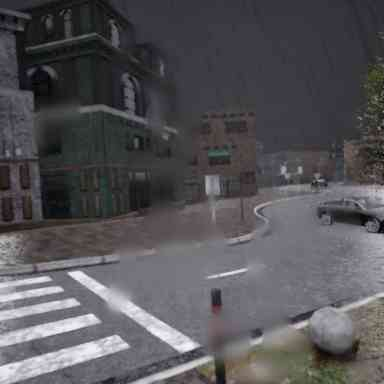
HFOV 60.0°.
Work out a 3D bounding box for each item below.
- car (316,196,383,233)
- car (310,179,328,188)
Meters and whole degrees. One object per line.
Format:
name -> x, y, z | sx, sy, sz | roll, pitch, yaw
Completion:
car -> 8.354, 0.994, 16.500 | 2.128, 1.511, 4.902 | -4, 2, -20
car -> 22.339, -1.497, 58.597 | 1.882, 1.535, 5.008 | -3, 1, 5
